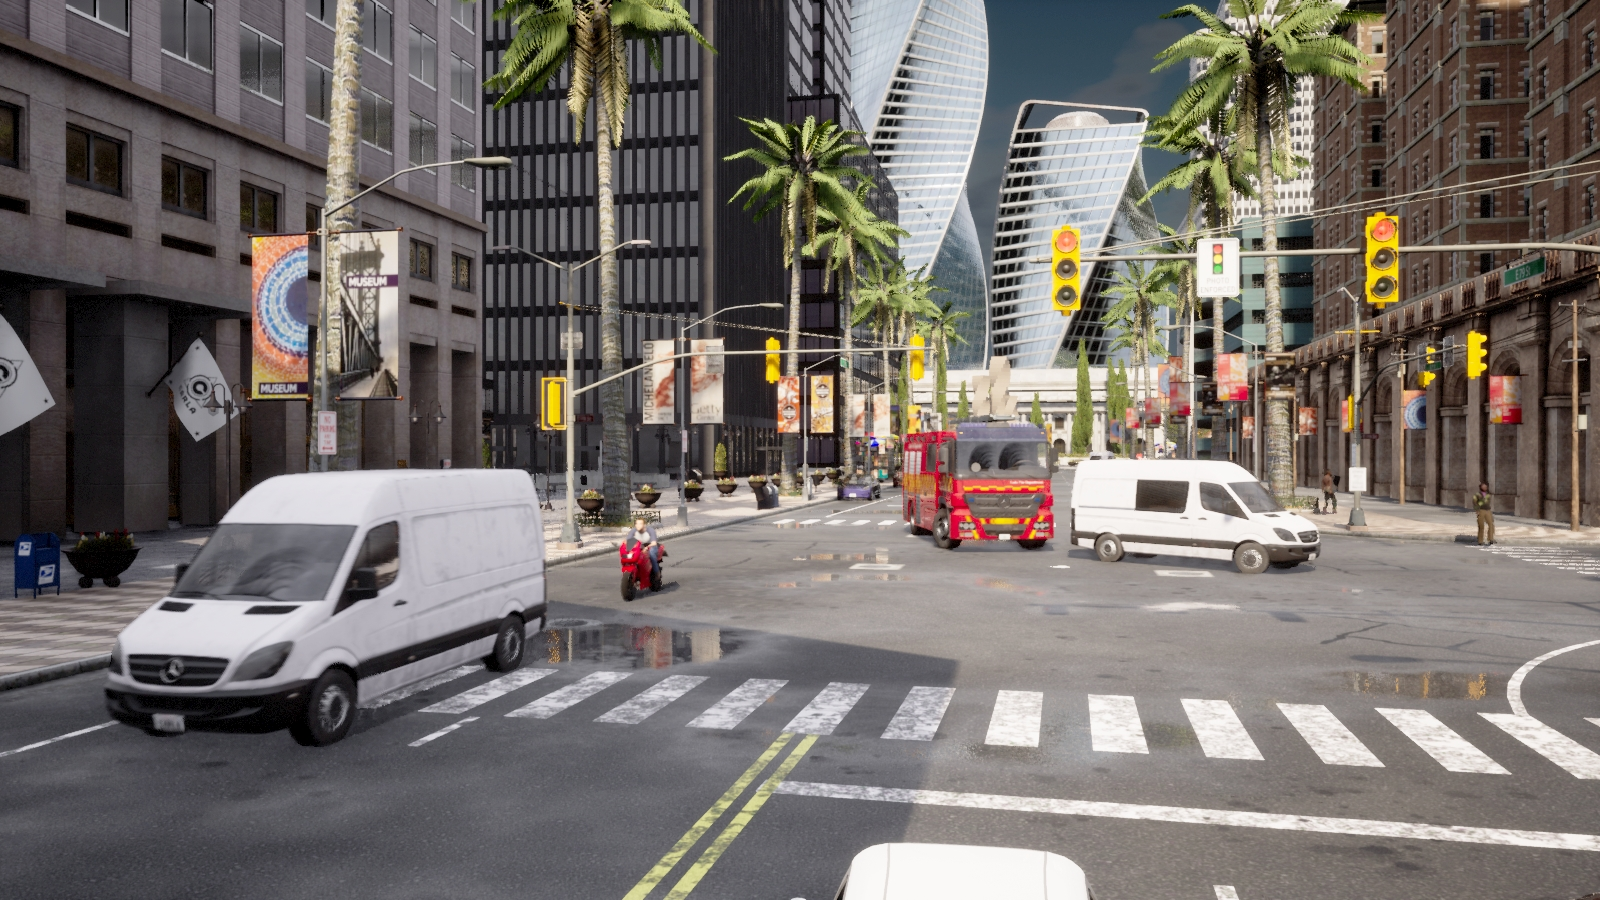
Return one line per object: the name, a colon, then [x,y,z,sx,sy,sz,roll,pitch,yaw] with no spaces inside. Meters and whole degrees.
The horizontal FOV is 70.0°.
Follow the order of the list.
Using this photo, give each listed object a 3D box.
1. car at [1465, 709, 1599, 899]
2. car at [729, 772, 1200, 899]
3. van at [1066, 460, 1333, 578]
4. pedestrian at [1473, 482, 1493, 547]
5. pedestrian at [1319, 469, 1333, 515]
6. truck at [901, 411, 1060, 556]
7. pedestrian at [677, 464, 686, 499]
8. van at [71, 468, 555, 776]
car: [3.753,1.992,2.523,2.152,1.651,5.027,0,0,7]
car: [0.558,2.120,3.851,1.481,1.376,2.207,0,0,9]
van: [9.580,1.535,27.912,1.988,2.561,5.915,0,0,-43]
pedestrian: [19.681,1.849,32.943,0.375,1.860,0.375,0,0,6]
pedestrian: [21.289,1.696,46.222,0.375,1.860,0.375,0,0,-28]
truck: [5.195,0.890,34.611,2.891,3.827,8.468,0,0,-4]
pedestrian: [-6.350,1.701,61.194,0.375,1.860,0.375,0,0,9]
van: [-4.967,1.534,12.981,1.988,2.561,5.915,0,0,12]
